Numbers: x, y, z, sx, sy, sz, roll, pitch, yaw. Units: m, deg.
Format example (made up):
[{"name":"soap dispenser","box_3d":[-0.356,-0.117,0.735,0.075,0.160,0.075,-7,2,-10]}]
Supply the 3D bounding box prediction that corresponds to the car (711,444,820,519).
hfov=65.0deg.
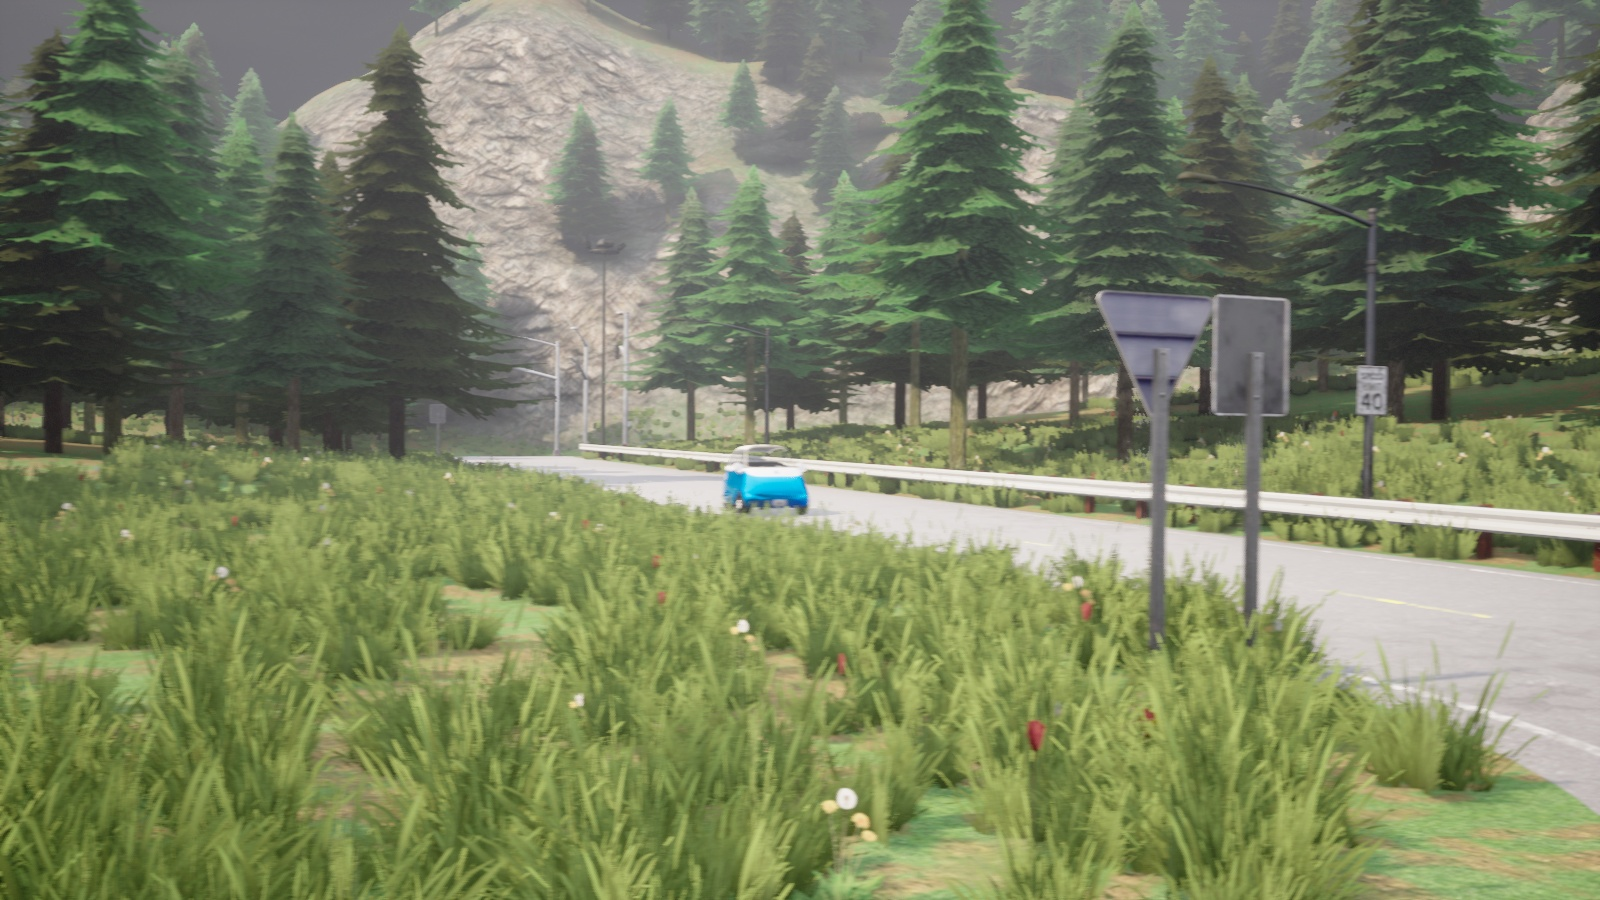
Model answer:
[{"name":"car","box_3d":[-0.715,0.591,24.985,1.481,1.376,2.207,-1,1,-22]}]
